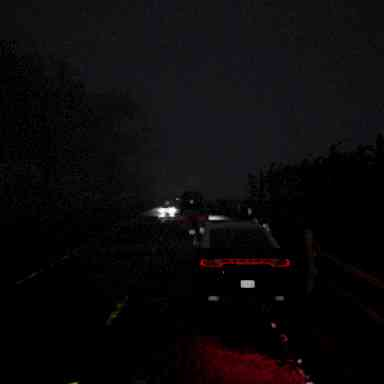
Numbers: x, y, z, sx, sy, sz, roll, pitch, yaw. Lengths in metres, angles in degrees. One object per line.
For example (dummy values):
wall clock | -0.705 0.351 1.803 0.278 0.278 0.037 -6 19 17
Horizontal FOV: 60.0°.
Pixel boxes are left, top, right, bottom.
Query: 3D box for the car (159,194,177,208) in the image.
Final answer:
car | -2.902 1.085 41.241 2.128 1.511 4.902 0 1 0

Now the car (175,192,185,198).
car | -2.857 0.774 79.625 2.033 1.411 5.357 0 1 0

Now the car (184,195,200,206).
car | -0.006 1.127 44.373 1.994 1.385 4.181 0 0 0

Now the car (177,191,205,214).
car | 0.003 0.912 31.469 2.150 2.045 5.566 0 1 1

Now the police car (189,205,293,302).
police car | 0.950 1.342 8.276 1.930 1.638 5.238 0 1 0
